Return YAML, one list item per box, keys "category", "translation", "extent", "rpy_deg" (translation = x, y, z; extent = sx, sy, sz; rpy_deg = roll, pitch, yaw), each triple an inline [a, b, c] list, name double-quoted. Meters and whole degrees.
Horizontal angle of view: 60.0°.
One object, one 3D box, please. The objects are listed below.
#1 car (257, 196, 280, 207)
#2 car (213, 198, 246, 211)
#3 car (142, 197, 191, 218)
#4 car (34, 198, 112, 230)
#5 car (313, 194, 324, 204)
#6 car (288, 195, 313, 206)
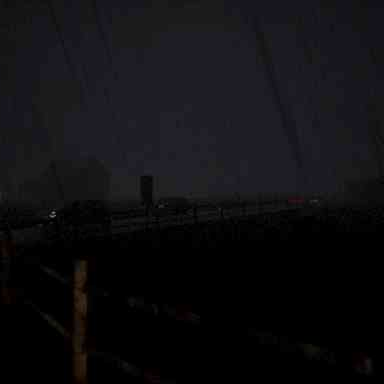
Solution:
- category: "car"
  translation: [10.638, 1.303, 46.167]
  extent: [1.994, 1.385, 4.181]
  rpy_deg: [0, 0, 35]
- category: "car"
  translation: [4.187, 1.394, 36.836]
  extent: [1.895, 1.301, 4.718]
  rpy_deg: [0, 0, 35]
- category: "car"
  translation: [-2.045, 1.193, 27.760]
  extent: [2.097, 1.767, 4.553]
  rpy_deg: [0, 0, 34]
- category: "car"
  translation: [-7.196, 1.233, 20.364]
  extent: [2.097, 1.767, 4.553]
  rpy_deg: [0, 0, 36]
- category: "car"
  translation: [21.265, 1.156, 56.544]
  extent: [1.837, 1.490, 4.892]
  rpy_deg: [0, 0, 34]
- category: "car"
  translation: [15.642, 1.305, 48.336]
  extent: [1.895, 1.301, 4.718]
  rpy_deg: [0, 0, 34]
